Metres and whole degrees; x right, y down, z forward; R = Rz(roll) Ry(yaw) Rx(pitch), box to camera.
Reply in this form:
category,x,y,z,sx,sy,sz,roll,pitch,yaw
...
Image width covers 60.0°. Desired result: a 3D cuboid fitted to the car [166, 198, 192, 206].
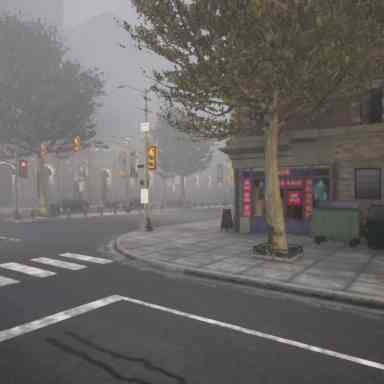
category,x,y,z,sx,sy,sz,roll,pitch,yaw
car,-2.148,1.601,53.733,1.895,1.301,4.718,0,0,36

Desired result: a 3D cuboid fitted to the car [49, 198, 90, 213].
category,x,y,z,sx,sy,sz,roll,pitch,yaw
car,-13.875,1.505,37.444,1.837,1.490,4.892,0,0,36

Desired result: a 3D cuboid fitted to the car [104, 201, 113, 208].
category,x,y,z,sx,sy,sz,roll,pitch,yaw
car,-10.251,1.595,47.876,1.895,1.301,4.718,0,0,36

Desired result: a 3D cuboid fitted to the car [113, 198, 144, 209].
category,x,y,z,sx,sy,sz,roll,pitch,yaw
car,-8.038,1.526,45.536,1.812,1.442,4.674,0,0,36
